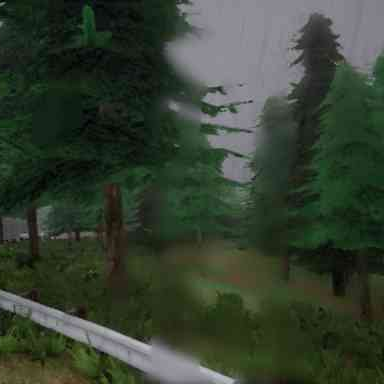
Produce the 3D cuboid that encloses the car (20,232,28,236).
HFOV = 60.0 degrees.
[{"bbox_3d":[-19.446,5.532,39.870,1.994,1.385,4.181,-4,-7,-5],"label":"car"}]
